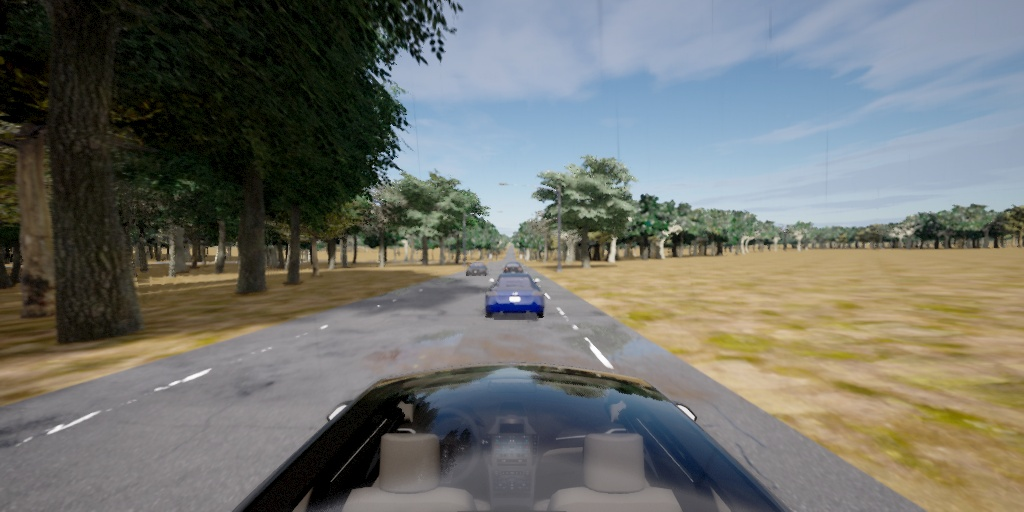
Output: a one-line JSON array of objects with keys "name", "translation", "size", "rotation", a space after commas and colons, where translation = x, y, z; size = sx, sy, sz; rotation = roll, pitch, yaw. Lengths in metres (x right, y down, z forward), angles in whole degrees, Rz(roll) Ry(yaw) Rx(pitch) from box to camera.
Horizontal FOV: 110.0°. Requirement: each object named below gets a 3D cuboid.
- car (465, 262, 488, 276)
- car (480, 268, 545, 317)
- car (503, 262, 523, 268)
[{"name": "car", "translation": [-3.493, 1.320, 36.349], "size": [1.994, 1.385, 4.181], "rotation": [0, 0, 0]}, {"name": "car", "translation": [0.093, 1.299, 13.090], "size": [1.994, 1.385, 4.181], "rotation": [0, 0, 0]}, {"name": "car", "translation": [0.103, 1.277, 33.499], "size": [1.812, 1.442, 4.674], "rotation": [0, 0, 0]}]
